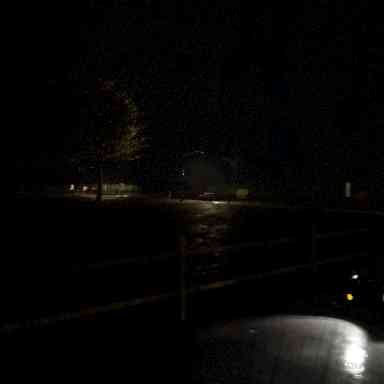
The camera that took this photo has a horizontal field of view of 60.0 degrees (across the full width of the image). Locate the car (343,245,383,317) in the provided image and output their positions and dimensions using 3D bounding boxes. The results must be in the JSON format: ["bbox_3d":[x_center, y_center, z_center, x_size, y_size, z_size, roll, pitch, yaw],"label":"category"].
[{"bbox_3d":[4.847,1.559,6.509,4.181,1.385,1.994,0,0,-35],"label":"car"}]

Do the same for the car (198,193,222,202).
[{"bbox_3d":[2.707,0.808,50.575,1.994,1.385,4.181,1,0,-35],"label":"car"}]
